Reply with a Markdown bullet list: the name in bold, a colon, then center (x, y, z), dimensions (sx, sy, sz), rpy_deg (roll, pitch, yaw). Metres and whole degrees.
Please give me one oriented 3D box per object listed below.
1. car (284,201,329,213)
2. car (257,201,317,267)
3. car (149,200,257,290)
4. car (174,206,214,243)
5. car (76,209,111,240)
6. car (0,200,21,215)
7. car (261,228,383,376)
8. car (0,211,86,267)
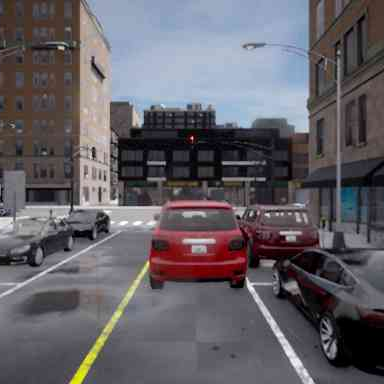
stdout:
- **car**: center (13.422, 1.700, 39.243), dimensions (4.718, 1.301, 1.895), rpy_deg (0, 0, 0)
- **car**: center (2.643, 1.322, 11.253), dimensions (2.192, 1.841, 5.009), rpy_deg (0, 0, 0)
- **car**: center (0.085, 1.227, 9.273), dimensions (2.150, 2.045, 5.566), rpy_deg (0, 0, -1)
- **car**: center (0.100, 1.536, 17.172), dimensions (1.812, 1.442, 4.674), rpy_deg (0, 0, 0)
- **car**: center (-5.379, 1.576, 16.920), dimensions (1.947, 1.339, 4.313), rpy_deg (0, 0, 0)
- **car**: center (-17.532, 1.293, 29.169), dimensions (4.553, 1.767, 2.097), rpy_deg (0, 0, 0)
- **car**: center (2.639, 1.569, 5.591), dimensions (1.947, 1.339, 4.313), rpy_deg (0, 0, 0)
- **car**: center (-5.382, 1.558, 11.258), dimensions (2.008, 1.369, 4.403), rpy_deg (0, 0, 0)
